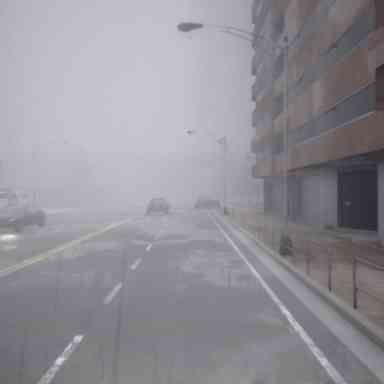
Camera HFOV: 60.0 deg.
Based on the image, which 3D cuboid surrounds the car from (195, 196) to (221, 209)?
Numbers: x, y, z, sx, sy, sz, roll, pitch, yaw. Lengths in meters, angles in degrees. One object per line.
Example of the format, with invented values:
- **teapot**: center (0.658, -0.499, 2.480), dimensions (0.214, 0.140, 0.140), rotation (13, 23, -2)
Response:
- **car**: center (2.226, 1.338, 44.541), dimensions (2.097, 1.767, 4.553), rotation (1, 0, 29)

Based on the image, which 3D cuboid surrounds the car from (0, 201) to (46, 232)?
- **car**: center (-10.581, 1.523, 20.351), dimensions (1.812, 1.442, 4.674), rotation (0, 0, 0)

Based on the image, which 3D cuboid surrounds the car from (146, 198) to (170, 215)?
- **car**: center (-3.389, 1.347, 34.209), dimensions (2.097, 1.767, 4.553), rotation (0, 0, 0)
